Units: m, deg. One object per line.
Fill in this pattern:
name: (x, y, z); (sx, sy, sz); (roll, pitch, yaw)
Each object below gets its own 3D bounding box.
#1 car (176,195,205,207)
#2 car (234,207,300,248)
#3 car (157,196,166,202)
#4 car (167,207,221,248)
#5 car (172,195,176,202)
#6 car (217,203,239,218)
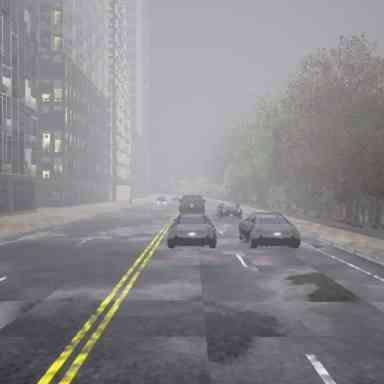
car: (-0.001, 1.251, 29.680); (2.150, 2.045, 5.566); (0, 0, 0)
car: (3.249, 1.571, 14.651); (1.994, 1.385, 4.181); (0, 0, 0)
car: (-6.877, 1.536, 75.935); (1.895, 1.301, 4.718); (0, 0, -2)
car: (-0.001, 1.571, 14.650); (1.994, 1.385, 4.181); (0, 0, 0)
car: (-3.629, 1.480, 76.068); (2.033, 1.411, 5.357); (0, 0, -2)
car: (3.249, 1.610, 29.681); (1.895, 1.301, 4.718); (0, 0, 0)
